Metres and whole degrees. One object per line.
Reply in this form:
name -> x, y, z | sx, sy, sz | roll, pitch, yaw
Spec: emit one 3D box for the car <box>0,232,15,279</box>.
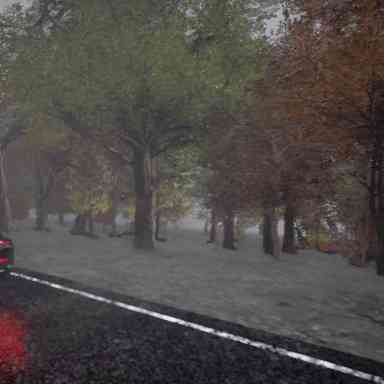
car -> -6.231, 1.381, 8.086 | 4.892, 1.490, 1.837 | -3, -2, 35
